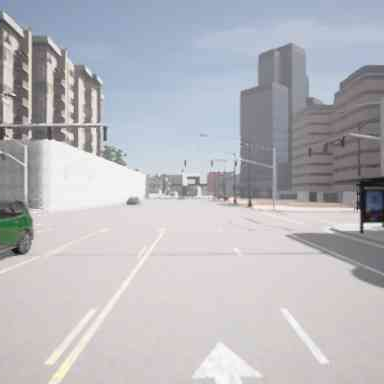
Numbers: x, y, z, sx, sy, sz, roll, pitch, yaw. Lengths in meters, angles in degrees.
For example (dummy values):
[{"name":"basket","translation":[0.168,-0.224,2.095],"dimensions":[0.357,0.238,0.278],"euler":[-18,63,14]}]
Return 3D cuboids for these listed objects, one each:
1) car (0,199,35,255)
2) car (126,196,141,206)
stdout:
[{"name":"car","translation":[-7.064,1.248,10.443],"dimensions":[2.150,2.045,5.566],"euler":[0,0,0]},{"name":"car","translation":[-10.500,1.489,59.531],"dimensions":[2.097,1.767,4.553],"euler":[0,0,0]}]
